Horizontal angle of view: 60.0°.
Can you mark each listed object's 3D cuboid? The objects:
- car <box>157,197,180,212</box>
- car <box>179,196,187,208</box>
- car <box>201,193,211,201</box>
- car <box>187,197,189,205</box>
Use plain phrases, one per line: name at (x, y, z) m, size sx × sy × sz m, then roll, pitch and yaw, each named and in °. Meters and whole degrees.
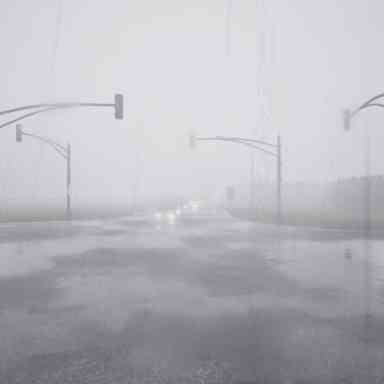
car at (-2.823, 1.600, 38.266) m, size 1.895 × 1.301 × 4.718 m, roll 0°, pitch 0°, yaw 3°
car at (-2.315, 1.485, 48.667) m, size 2.128 × 1.511 × 4.902 m, roll 0°, pitch 0°, yaw 3°
car at (3.340, 1.191, 79.102) m, size 2.150 × 2.045 × 5.566 m, roll 0°, pitch 0°, yaw 5°
car at (-1.609, 1.476, 60.456) m, size 2.128 × 1.511 × 4.902 m, roll 0°, pitch 0°, yaw 4°
